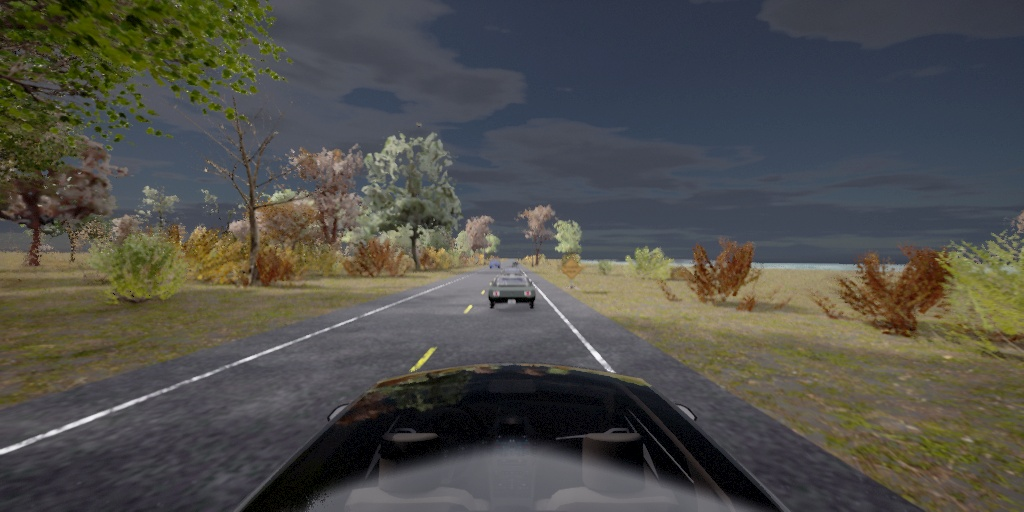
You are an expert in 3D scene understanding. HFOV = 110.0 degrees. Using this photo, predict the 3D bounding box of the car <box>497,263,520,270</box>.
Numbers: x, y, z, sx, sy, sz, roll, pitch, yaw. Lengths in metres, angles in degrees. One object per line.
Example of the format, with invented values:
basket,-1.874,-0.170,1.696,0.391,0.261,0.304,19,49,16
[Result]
car,0.002,1.582,30.839,2.033,1.411,5.357,0,-1,0

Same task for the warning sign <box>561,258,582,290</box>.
warning sign,3.551,1.058,21.336,1.300,1.860,1.060,0,0,0

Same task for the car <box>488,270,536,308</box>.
car,0.003,1.491,15.957,1.895,1.301,4.718,0,-1,0
